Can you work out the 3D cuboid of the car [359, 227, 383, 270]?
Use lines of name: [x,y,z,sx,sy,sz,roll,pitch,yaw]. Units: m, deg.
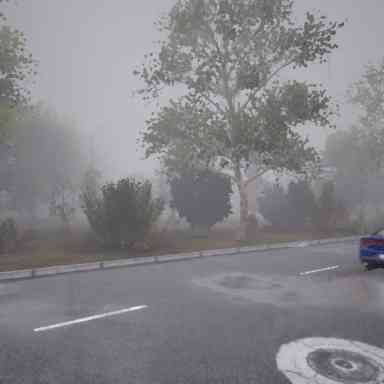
car: [7.408,1.752,10.898,5.008,1.535,1.882,2,-2,-37]
